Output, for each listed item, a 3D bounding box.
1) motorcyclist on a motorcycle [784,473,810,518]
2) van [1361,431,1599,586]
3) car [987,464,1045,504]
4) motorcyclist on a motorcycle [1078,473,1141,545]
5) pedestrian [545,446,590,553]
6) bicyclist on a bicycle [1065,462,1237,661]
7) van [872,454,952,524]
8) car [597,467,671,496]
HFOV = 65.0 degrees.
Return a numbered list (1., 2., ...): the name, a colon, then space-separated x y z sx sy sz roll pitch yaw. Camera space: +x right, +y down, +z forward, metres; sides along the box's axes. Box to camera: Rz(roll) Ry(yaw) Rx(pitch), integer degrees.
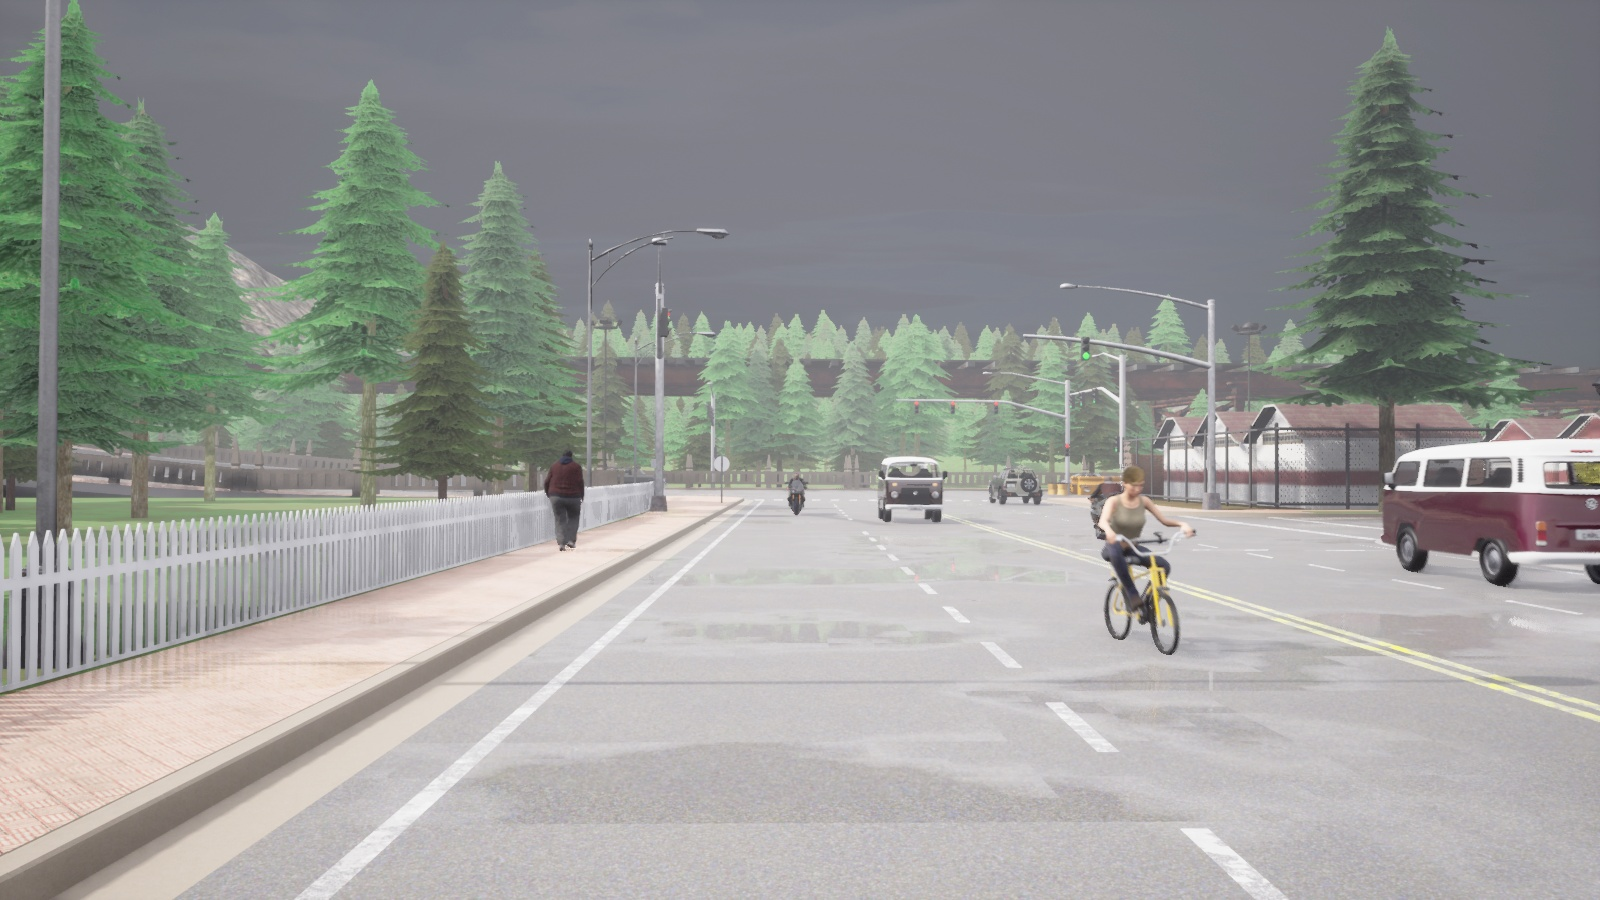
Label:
1. motorcyclist on a motorcycle: -0.110 1.596 44.544 0.866 1.530 2.191 0 -1 0
2. van: 10.452 0.811 18.790 2.069 2.038 4.480 0 -1 0
3. car: 10.351 1.604 60.516 1.932 1.855 4.605 0 -1 0
4. motorcyclist on a motorcycle: 6.930 1.295 28.241 0.866 1.530 2.191 0 -1 0
5. pedestrian: -4.072 0.859 22.042 0.634 1.844 0.899 0 -1 0
6. bicyclist on a bicycle: 3.065 0.926 11.137 0.866 1.612 1.509 -1 -1 -10
7. van: 3.402 1.179 39.091 2.069 2.038 4.480 0 -1 0
8. car: -10.817 2.048 82.149 4.605 1.855 1.932 0 -1 -2
